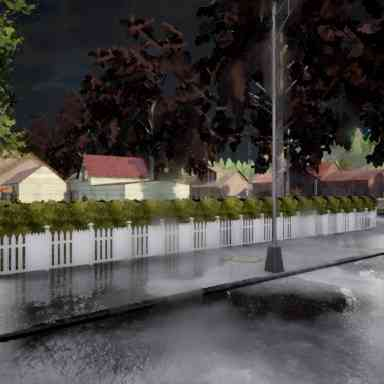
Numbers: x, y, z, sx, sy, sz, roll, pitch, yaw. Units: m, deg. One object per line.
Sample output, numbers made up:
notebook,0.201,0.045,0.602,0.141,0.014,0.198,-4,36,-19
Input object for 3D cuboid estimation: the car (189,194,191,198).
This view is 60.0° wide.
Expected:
car,-2.191,1.221,57.456,2.150,2.045,5.566,0,0,-35
